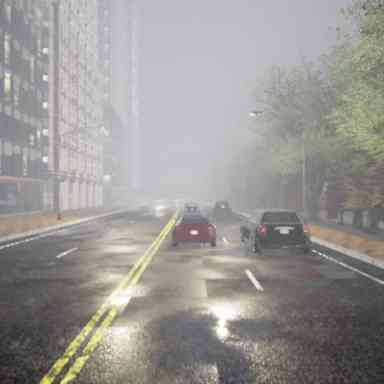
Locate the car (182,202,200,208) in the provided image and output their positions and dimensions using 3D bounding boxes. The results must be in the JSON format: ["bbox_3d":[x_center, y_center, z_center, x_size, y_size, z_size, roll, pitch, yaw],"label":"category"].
[{"bbox_3d":[-0.067,1.830,35.787,2.033,1.411,5.357,0,0,-1],"label":"car"}]

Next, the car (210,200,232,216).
[{"bbox_3d":[3.150,1.640,36.752,2.097,1.767,4.553,0,-1,-1],"label":"car"}]

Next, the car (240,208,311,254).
[{"bbox_3d":[3.341,1.466,14.137,2.097,1.767,4.553,0,-1,0],"label":"car"}]

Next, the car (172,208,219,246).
[{"bbox_3d":[0.092,1.694,16.049,1.994,1.385,4.181,0,0,0],"label":"car"}]
